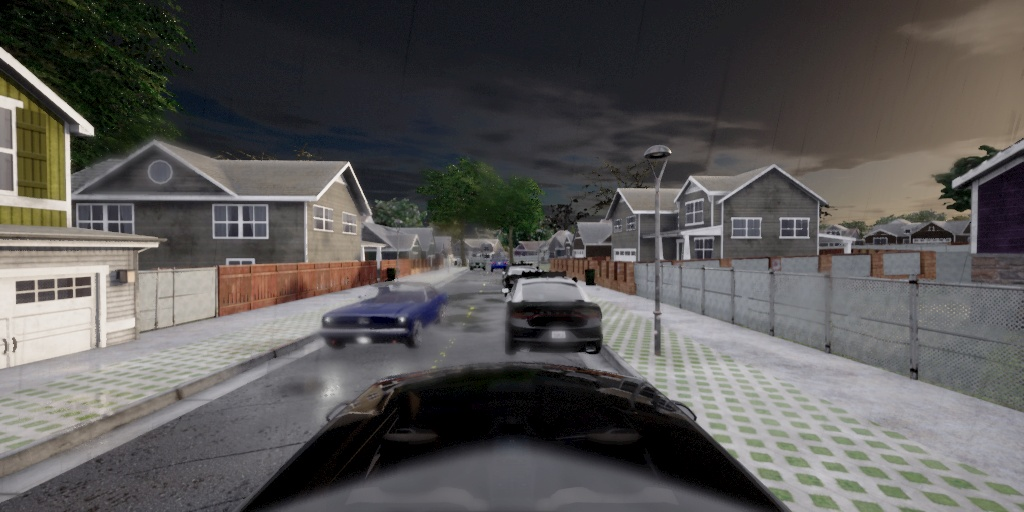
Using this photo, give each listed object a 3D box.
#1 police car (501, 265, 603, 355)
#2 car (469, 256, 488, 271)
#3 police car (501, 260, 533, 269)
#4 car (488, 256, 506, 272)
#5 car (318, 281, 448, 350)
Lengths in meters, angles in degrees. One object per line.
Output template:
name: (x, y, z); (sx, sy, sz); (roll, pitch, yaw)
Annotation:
police car: (0.777, 1.176, 8.854); (1.930, 1.638, 5.238); (0, 0, -1)
car: (-4.830, 1.066, 50.911); (2.150, 2.045, 5.566); (0, 0, -3)
police car: (0.523, 1.186, 18.899); (1.930, 1.638, 5.238); (0, 0, -2)
car: (-1.706, 1.054, 47.464); (2.150, 2.045, 5.566); (0, 0, -3)
car: (-2.931, 1.352, 9.229); (1.895, 1.301, 4.718); (0, 0, -1)
